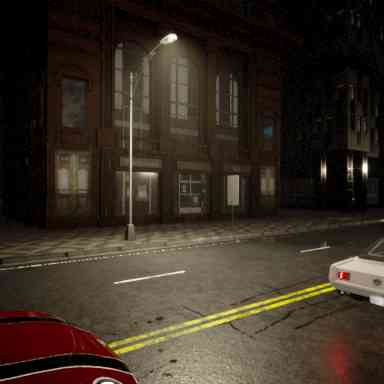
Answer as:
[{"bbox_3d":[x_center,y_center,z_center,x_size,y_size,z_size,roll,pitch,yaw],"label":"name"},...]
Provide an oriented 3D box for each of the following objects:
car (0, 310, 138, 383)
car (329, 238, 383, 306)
[{"bbox_3d":[-2.451,1.352,1.691,4.553,1.767,2.097,0,0,-36],"label":"car"},{"bbox_3d":[5.053,1.597,7.040,4.718,1.301,1.895,0,0,-35],"label":"car"}]
